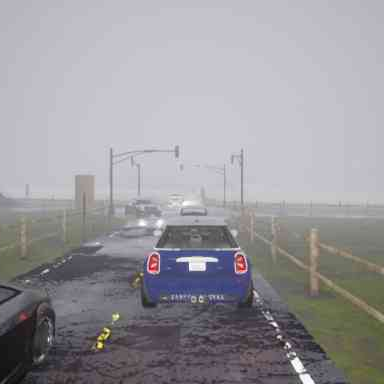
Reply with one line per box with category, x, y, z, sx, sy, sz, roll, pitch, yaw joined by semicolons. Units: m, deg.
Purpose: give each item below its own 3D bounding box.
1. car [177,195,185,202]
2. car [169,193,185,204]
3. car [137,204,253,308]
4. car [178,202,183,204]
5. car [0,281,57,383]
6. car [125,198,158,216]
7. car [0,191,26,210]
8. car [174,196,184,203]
car;-2.700;1.523;80.242;1.812;1.442;4.674;0;0;0
car;-2.838;1.217;59.878;2.150;2.045;5.566;0;0;0
car;0.096;1.350;8.068;2.097;1.767;4.553;0;0;0
car;0.091;1.502;17.234;1.837;1.490;4.892;0;0;0
car;-2.853;1.563;2.897;1.994;1.385;4.181;0;0;0
car;-4.294;1.344;29.265;2.097;1.767;4.553;0;0;-29
car;-21.230;0.841;36.349;5.566;2.045;2.150;1;0;0
car;-2.733;1.592;69.900;1.895;1.301;4.718;0;0;0
